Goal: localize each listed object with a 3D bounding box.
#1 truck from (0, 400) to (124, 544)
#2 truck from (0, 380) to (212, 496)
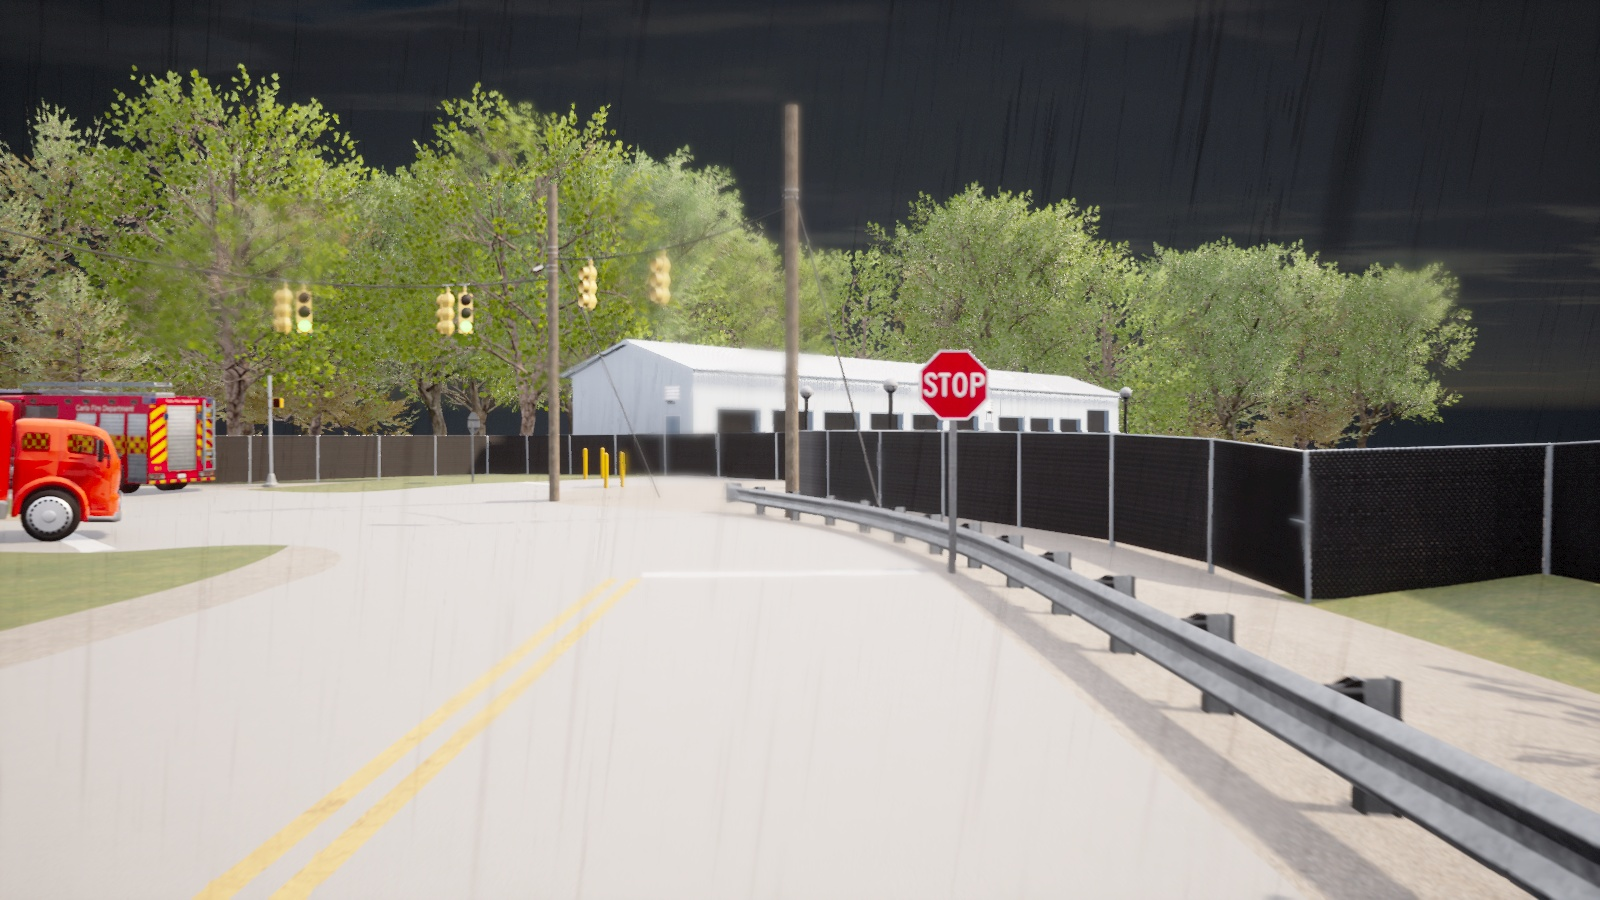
[{"bbox_3d":[-15.156,0.297,22.397,5.204,2.467,2.627,3,0,-31],"label":"truck"},{"bbox_3d":[-25.314,-0.534,44.696,8.468,3.827,2.891,1,2,21],"label":"truck"}]
